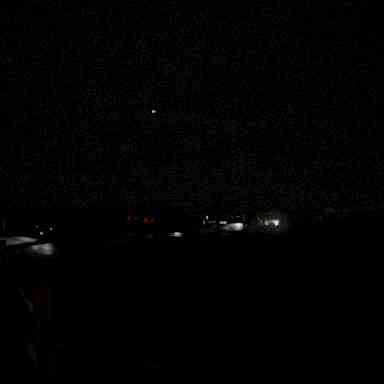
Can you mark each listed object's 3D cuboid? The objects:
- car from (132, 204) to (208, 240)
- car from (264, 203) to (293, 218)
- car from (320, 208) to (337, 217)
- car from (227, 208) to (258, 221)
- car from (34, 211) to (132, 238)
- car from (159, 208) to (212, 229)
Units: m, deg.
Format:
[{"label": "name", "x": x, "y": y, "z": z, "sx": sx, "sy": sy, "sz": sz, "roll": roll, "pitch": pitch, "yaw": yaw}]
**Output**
[{"label": "car", "x": -1.664, "y": 1.841, "z": 21.626, "sx": 2.150, "sy": 2.045, "sz": 5.566, "roll": 3, "pitch": 0, "yaw": 37}, {"label": "car", "x": 11.895, "y": 2.514, "z": 45.229, "sx": 2.150, "sy": 2.045, "sz": 5.566, "roll": 3, "pitch": 0, "yaw": 38}, {"label": "car", "x": 22.825, "y": 3.338, "z": 55.468, "sx": 1.812, "sy": 1.442, "sz": 4.674, "roll": 3, "pitch": 1, "yaw": 37}, {"label": "car", "x": 5.635, "y": 2.493, "z": 36.608, "sx": 1.837, "sy": 1.490, "sz": 4.892, "roll": 3, "pitch": 0, "yaw": 37}, {"label": "car", "x": -6.442, "y": 1.898, "z": 19.866, "sx": 2.033, "sy": 1.411, "sz": 5.357, "roll": 3, "pitch": 0, "yaw": 36}, {"label": "car", "x": -0.473, "y": 2.175, "z": 28.153, "sx": 1.837, "sy": 1.490, "sz": 4.892, "roll": 3, "pitch": 0, "yaw": 36}]
